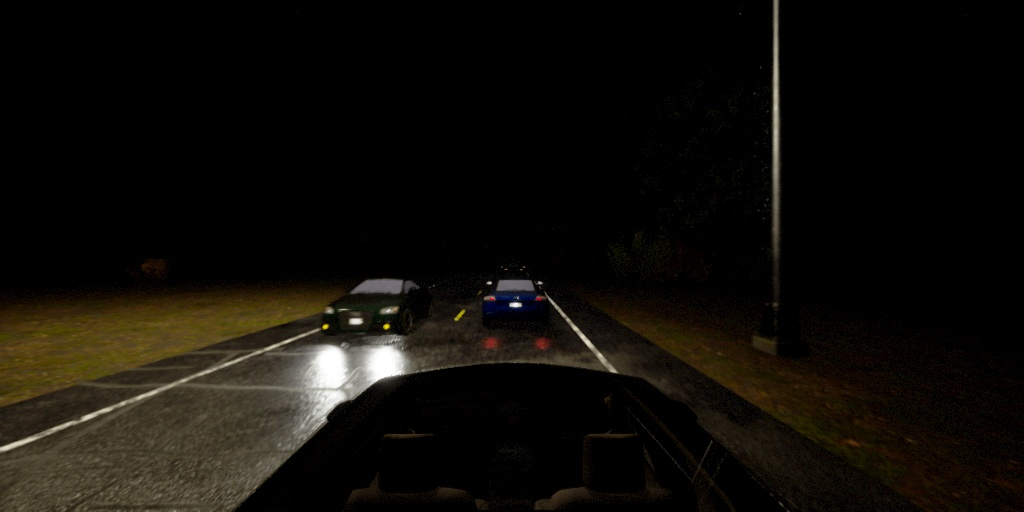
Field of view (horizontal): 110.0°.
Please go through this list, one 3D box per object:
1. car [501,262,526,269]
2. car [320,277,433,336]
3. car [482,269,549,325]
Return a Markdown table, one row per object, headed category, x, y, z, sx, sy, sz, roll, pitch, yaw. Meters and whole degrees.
| category | x | y | z | sx | sy | sz | roll | pitch | yaw |
| --- | --- | --- | --- | --- | --- | --- | --- | --- | --- |
| car | 0.100 | 1.235 | 29.363 | 2.128 | 1.511 | 4.902 | 0 | 0 | 0 |
| car | -3.592 | 1.313 | 10.241 | 1.994 | 1.385 | 4.181 | 0 | 0 | 0 |
| car | 0.100 | 1.313 | 11.852 | 1.994 | 1.385 | 4.181 | 0 | 0 | 0 |
